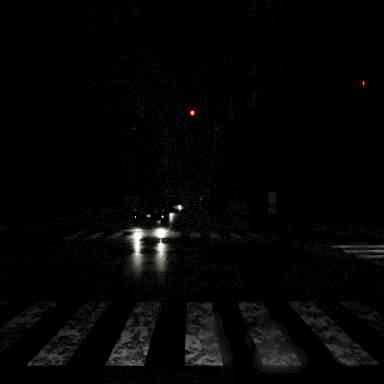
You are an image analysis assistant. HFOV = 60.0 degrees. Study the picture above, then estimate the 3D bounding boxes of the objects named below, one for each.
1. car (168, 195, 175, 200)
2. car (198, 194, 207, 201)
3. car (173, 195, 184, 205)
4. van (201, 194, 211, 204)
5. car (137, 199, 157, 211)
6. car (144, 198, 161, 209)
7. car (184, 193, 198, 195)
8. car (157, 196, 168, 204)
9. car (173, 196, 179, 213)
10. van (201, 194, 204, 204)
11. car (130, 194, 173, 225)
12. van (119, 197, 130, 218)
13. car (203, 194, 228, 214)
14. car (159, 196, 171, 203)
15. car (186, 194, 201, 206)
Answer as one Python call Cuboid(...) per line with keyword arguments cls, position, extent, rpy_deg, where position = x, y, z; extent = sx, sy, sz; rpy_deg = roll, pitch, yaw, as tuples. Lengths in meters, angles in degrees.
Cuboid(cls="car", position=(-5.457, 1.570, 89.421), extent=(1.802, 1.307, 4.206), rpy_deg=(0, 0, 0))
Cuboid(cls="car", position=(2.599, 1.429, 84.021), extent=(1.967, 1.590, 4.097), rpy_deg=(0, 0, 0))
Cuboid(cls="car", position=(-2.798, 1.594, 58.868), extent=(1.895, 1.301, 4.718), rpy_deg=(0, 0, 0))
Cuboid(cls="van", position=(2.634, 1.334, 62.397), extent=(1.690, 1.788, 3.998), rpy_deg=(0, 0, 0))
Cuboid(cls="car", position=(-5.436, 1.562, 40.764), extent=(1.947, 1.339, 4.313), rpy_deg=(0, 0, 0))
Cuboid(cls="car", position=(-5.438, 1.541, 46.171), extent=(1.887, 1.381, 4.507), rpy_deg=(0, 0, 0))
Cuboid(cls="car", position=(-0.047, 1.484, 65.166), extent=(2.128, 1.511, 4.902), rpy_deg=(0, 0, 0))
Cuboid(cls="car", position=(-5.445, 1.519, 62.220), extent=(1.752, 1.417, 4.829), rpy_deg=(0, 0, 0))
Cuboid(cls="car", position=(-2.879, 1.543, 37.608), extent=(2.033, 1.411, 5.357), rpy_deg=(0, 0, 0))
Cuboid(cls="van", position=(2.651, 1.336, 51.584), extent=(1.690, 1.788, 3.998), rpy_deg=(0, 0, 0))
Cuboid(cls="car", position=(-2.868, 1.220, 24.679), extent=(2.150, 2.045, 5.566), rpy_deg=(0, 0, 0))
Cuboid(cls="van", position=(-5.431, 1.339, 29.952), extent=(1.690, 1.788, 3.998), rpy_deg=(0, 0, 0))
Cuboid(cls="car", position=(2.678, 1.312, 35.365), extent=(2.192, 1.841, 5.009), rpy_deg=(0, 0, 0))
Cuboid(cls="car", position=(-5.447, 1.543, 67.795), extent=(2.008, 1.369, 4.403), rpy_deg=(0, 0, 0))
Cuboid(cls="car", position=(0.013, 1.542, 55.217), extent=(2.033, 1.411, 5.357), rpy_deg=(0, 0, 0))
